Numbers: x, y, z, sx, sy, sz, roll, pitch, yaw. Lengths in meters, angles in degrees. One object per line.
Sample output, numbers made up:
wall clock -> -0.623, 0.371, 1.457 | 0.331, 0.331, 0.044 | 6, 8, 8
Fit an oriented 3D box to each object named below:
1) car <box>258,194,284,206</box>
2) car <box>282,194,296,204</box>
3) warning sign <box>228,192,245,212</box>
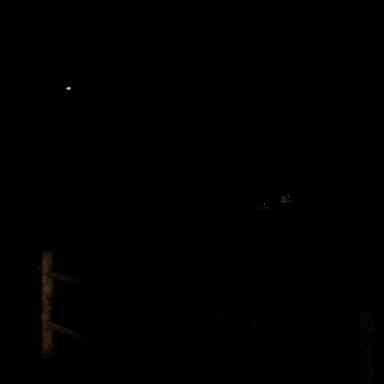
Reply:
car -> 11.070, 1.350, 47.359 | 1.895, 1.301, 4.718 | 0, 0, 31
car -> 15.914, 1.065, 55.603 | 2.097, 1.767, 4.553 | 0, 0, 31
warning sign -> 4.179, 0.933, 31.091 | 1.300, 1.860, 1.060 | -1, 0, 31
